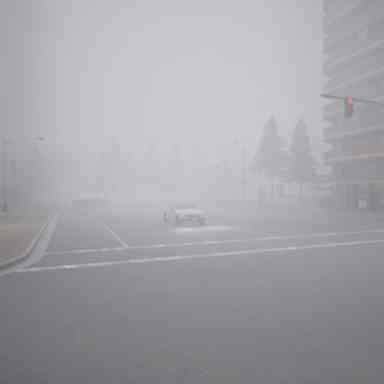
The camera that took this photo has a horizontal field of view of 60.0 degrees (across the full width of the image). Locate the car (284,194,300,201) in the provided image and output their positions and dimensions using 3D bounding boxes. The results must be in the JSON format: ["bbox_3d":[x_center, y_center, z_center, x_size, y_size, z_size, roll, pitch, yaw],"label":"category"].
[{"bbox_3d":[16.600,1.018,55.161,5.357,1.411,2.033,-1,0,-19],"label":"car"}]

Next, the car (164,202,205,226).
[{"bbox_3d":[-0.650,1.399,22.840,1.812,1.442,4.674,-1,0,-20],"label":"car"}]

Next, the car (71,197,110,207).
[{"bbox_3d":[-14.618,1.366,48.084,5.357,1.411,2.033,0,0,12],"label":"car"}]
